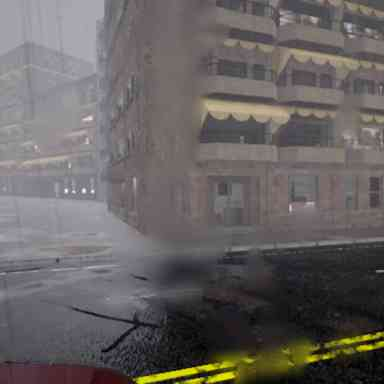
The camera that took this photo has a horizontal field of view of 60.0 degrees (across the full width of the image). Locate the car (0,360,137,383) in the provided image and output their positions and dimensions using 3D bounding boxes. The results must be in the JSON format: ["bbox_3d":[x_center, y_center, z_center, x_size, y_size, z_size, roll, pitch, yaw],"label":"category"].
[{"bbox_3d":[-2.098,1.564,1.503,4.181,1.385,1.994,0,0,-19],"label":"car"}]
